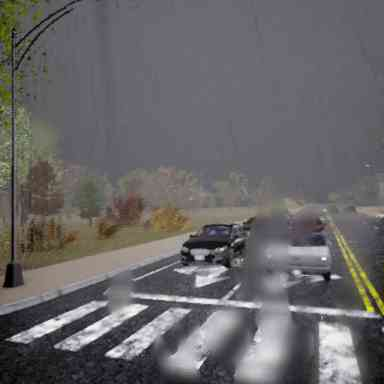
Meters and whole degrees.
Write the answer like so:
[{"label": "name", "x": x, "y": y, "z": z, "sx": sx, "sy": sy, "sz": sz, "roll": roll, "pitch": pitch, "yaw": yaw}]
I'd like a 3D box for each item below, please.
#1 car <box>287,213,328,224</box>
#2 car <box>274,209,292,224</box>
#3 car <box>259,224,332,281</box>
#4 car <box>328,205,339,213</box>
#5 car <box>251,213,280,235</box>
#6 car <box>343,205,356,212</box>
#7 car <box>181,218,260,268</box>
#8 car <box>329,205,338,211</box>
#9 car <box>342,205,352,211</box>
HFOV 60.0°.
[{"label": "car", "x": 6.940, "y": 2.198, "z": 19.629, "sx": 1.812, "sy": 1.442, "sz": 4.674, "roll": -2, "pitch": -3, "yaw": 21}, {"label": "car", "x": 9.343, "y": 2.613, "z": 34.712, "sx": 2.097, "sy": 1.767, "sz": 4.553, "roll": -3, "pitch": -3, "yaw": 21}, {"label": "car", "x": 3.720, "y": 2.002, "z": 11.359, "sx": 1.895, "sy": 1.301, "sz": 4.718, "roll": -2, "pitch": -3, "yaw": 21}, {"label": "car", "x": 31.768, "y": 3.874, "z": 74.125, "sx": 2.033, "sy": 1.411, "sz": 5.357, "roll": -2, "pitch": -3, "yaw": 21}, {"label": "car", "x": 4.500, "y": 2.379, "z": 22.315, "sx": 1.812, "sy": 1.442, "sz": 4.674, "roll": -2, "pitch": -3, "yaw": 21}, {"label": "car", "x": 34.794, "y": 3.703, "z": 72.951, "sx": 1.837, "sy": 1.490, "sz": 4.892, "roll": -2, "pitch": -3, "yaw": 21}, {"label": "car", "x": 1.140, "y": 2.063, "z": 13.692, "sx": 2.128, "sy": 1.511, "sz": 4.902, "roll": -2, "pitch": -3, "yaw": 21}, {"label": "car", "x": 35.543, "y": 3.971, "z": 83.838, "sx": 1.882, "sy": 1.535, "sz": 5.008, "roll": -2, "pitch": -3, "yaw": 21}, {"label": "car", "x": 38.585, "y": 3.957, "z": 82.685, "sx": 1.895, "sy": 1.301, "sz": 4.718, "roll": -2, "pitch": -3, "yaw": 21}]
